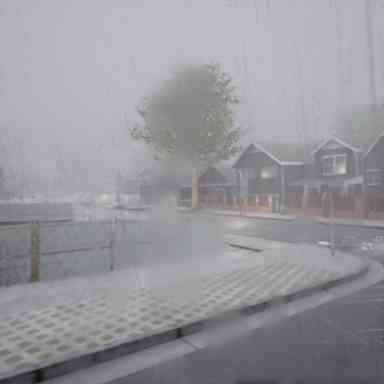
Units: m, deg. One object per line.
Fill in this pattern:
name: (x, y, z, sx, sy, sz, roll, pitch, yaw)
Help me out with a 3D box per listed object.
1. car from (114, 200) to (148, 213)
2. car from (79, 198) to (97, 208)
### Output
car: (-6.513, 1.595, 34.658, 2.033, 1.411, 5.357, -3, 2, -32)
car: (-15.817, 1.634, 50.352, 1.837, 1.490, 4.892, -3, 1, -30)
